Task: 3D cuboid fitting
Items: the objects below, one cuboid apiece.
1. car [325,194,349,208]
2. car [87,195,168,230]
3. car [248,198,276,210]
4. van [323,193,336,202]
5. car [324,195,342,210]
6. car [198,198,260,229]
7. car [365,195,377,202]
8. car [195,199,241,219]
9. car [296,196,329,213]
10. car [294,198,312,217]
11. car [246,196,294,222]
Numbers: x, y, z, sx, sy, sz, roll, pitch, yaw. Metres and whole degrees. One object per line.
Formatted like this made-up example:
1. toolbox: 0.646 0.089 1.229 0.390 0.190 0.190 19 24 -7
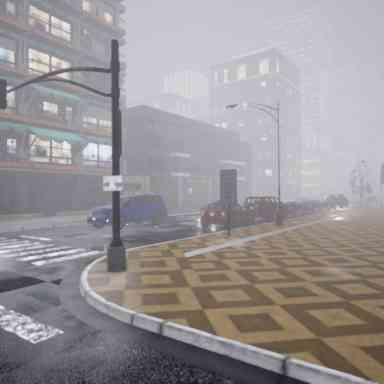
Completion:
1. car: 18.927 1.166 43.375 2.192 1.841 5.009 -1 0 36
2. car: -3.966 1.206 21.428 2.150 2.045 5.566 -1 0 38
3. car: 9.167 1.486 43.414 1.752 1.417 4.829 -1 0 36
4. van: 29.188 1.226 70.557 1.690 1.788 3.998 -1 0 36
5. car: 15.609 1.414 38.873 2.008 1.369 4.403 -1 0 36
6. car: 2.326 1.351 20.871 1.967 1.590 4.097 -1 0 36
7. car: 35.531 1.333 65.878 1.887 1.381 4.507 -1 0 36
8. car: 2.472 1.466 30.185 1.837 1.490 4.892 -1 0 37
9. car: 12.288 1.420 34.373 1.887 1.381 4.507 -1 0 36
10. car: 8.968 1.469 29.872 1.802 1.307 4.206 -1 0 36
11. car: 5.645 1.214 25.372 2.192 1.841 5.009 -1 0 36
